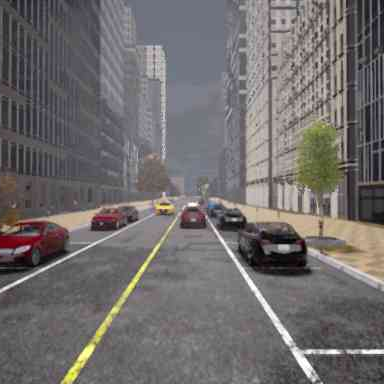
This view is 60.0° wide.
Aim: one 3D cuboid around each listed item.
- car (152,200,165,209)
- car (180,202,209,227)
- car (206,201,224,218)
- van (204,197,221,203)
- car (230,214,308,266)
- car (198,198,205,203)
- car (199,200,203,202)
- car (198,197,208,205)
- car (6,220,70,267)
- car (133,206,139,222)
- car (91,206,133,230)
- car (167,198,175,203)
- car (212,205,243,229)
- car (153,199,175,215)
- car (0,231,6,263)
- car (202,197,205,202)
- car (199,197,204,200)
[{"bbox_3d":[-5.687,2.074,57.185,1.752,1.417,4.829,0,-1,0],"label":"car"},{"bbox_3d":[0.101,1.776,25.093,1.812,1.442,4.674,0,0,0],"label":"car"},{"bbox_3d":[2.693,1.907,34.575,1.947,1.339,4.313,0,-1,0],"label":"car"},{"bbox_3d":[2.694,1.736,40.271,1.690,1.788,3.998,0,-1,0],"label":"van"},{"bbox_3d":[2.692,1.686,11.808,1.947,1.339,4.313,0,-1,0],"label":"car"},{"bbox_3d":[2.694,2.371,91.665,1.752,1.417,4.829,0,0,0],"label":"car"},{"bbox_3d":[0.100,2.011,41.981,1.895,1.301,4.718,0,-1,0],"label":"car"},{"bbox_3d":[2.695,2.063,80.114,2.192,1.841,5.009,0,0,0],"label":"car"},{"bbox_3d":[-5.689,1.702,11.816,1.802,1.307,4.206,0,-1,0],"label":"car"},{"bbox_3d":[-5.688,1.853,28.892,1.947,1.339,4.313,0,-1,0],"label":"car"},{"bbox_3d":[-5.688,1.777,23.200,1.887,1.381,4.507,0,-1,0],"label":"car"},{"bbox_3d":[-5.687,2.411,91.509,1.947,1.339,4.313,0,0,0],"label":"car"},{"bbox_3d":[2.693,1.798,23.192,1.947,1.339,4.313,0,-1,0],"label":"car"},{"bbox_3d":[-3.093,1.857,38.625,1.882,1.535,5.008,0,-1,0],"label":"car"},{"bbox_3d":[-5.688,1.608,6.123,1.887,1.381,4.507,0,-1,0],"label":"car"},{"bbox_3d":[2.694,1.887,45.961,1.967,1.590,4.097,0,-1,0],"label":"car"},{"bbox_3d":[2.695,1.965,68.730,2.192,1.841,5.009,0,0,0],"label":"car"}]
